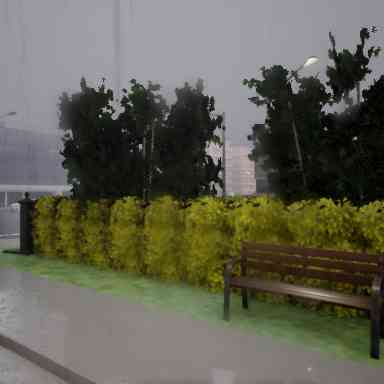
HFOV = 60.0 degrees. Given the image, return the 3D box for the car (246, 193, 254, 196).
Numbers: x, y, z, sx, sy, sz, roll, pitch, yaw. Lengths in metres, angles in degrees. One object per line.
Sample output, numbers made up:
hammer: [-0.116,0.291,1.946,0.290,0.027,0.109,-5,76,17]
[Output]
car: [9.452,0.953,53.331,1.812,1.442,4.674,0,2,35]

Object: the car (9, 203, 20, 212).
car: [-18.499,1.477,38.296,1.812,1.442,4.674,0,0,33]

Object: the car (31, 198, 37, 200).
car: [-15.778,1.514,36.058,1.994,1.385,4.181,0,0,35]
